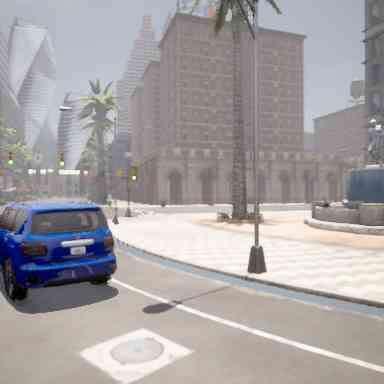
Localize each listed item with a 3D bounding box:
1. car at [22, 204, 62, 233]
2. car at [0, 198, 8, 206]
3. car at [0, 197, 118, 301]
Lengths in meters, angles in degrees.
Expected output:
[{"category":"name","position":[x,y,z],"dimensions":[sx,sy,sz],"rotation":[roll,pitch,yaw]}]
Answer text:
[{"category":"car","position":[-9.890,1.641,22.266],"dimensions":[1.882,1.535,5.008],"rotation":[0,0,-18]},{"category":"car","position":[-39.889,2.068,69.093],"dimensions":[2.161,1.482,4.786],"rotation":[0,0,-19]},{"category":"car","position":[-3.980,1.289,8.885],"dimensions":[2.150,2.045,5.566],"rotation":[0,0,-38]}]
